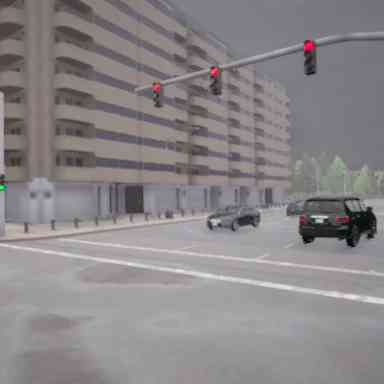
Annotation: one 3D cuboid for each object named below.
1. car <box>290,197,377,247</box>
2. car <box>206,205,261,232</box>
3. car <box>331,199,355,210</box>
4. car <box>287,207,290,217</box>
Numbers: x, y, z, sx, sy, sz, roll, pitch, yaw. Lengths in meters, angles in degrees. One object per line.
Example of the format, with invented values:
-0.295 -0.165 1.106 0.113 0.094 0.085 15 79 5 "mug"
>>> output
6.810 1.238 15.341 2.150 2.045 5.566 -1 -1 40 "car"
2.751 1.620 21.466 2.128 1.511 4.902 -1 -1 35 "car"
21.455 1.722 47.118 2.033 1.411 5.357 -1 -1 36 "car"
10.913 1.603 32.776 1.882 1.535 5.008 -1 0 36 "car"
